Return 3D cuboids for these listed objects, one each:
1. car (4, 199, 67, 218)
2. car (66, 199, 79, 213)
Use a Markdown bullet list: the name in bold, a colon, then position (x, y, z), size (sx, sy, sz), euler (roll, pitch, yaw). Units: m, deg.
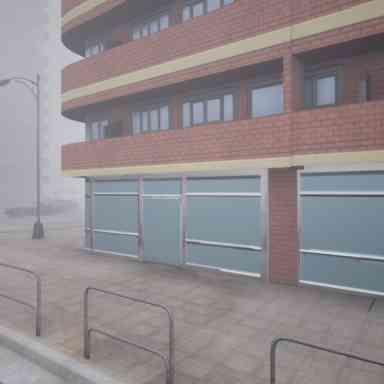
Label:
- **car**: position (-14.135, 1.601, 29.923), size (1.895, 1.301, 4.718), euler (0, 0, 36)
- **car**: position (-14.419, 1.505, 35.459), size (1.837, 1.490, 4.892), euler (0, 0, 36)
